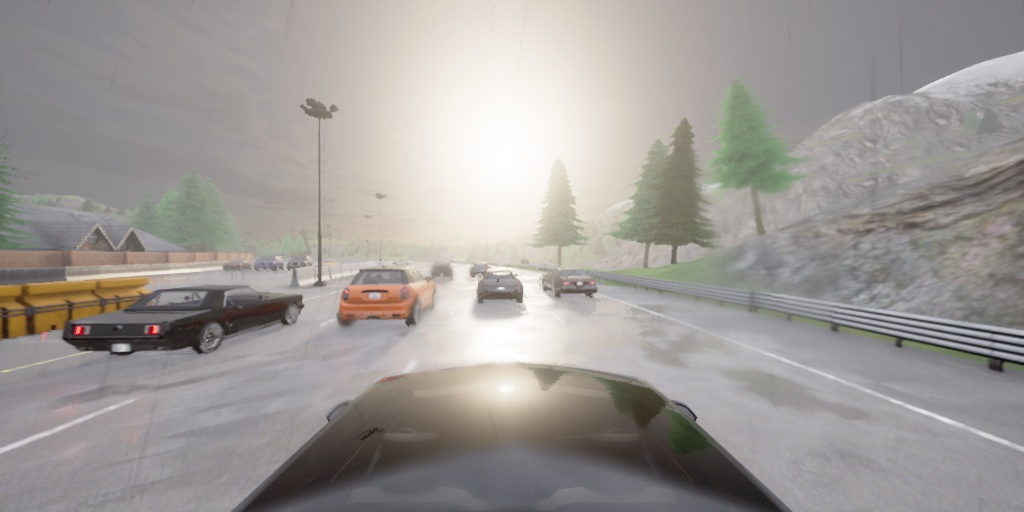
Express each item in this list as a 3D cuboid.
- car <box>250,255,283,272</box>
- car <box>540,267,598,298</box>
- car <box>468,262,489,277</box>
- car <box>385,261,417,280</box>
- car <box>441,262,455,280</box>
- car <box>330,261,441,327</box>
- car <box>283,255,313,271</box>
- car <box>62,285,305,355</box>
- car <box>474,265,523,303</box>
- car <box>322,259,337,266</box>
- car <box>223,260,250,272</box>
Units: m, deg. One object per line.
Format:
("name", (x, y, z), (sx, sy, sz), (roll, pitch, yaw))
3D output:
("car", (-31.764, 0.943, 47.084), (2.150, 2.045, 5.566), (0, 0, -17))
("car", (2.750, 1.265, 18.360), (2.033, 1.411, 5.357), (0, 0, -6))
("car", (-3.038, 1.264, 34.041), (1.994, 1.385, 4.181), (0, 0, -11))
("car", (-9.759, 1.207, 31.921), (2.128, 1.511, 4.902), (0, 0, -11))
("car", (-6.024, 1.217, 30.980), (1.837, 1.490, 4.892), (0, 0, -10))
("car", (-3.793, 1.091, 11.720), (2.097, 1.767, 4.553), (0, 0, -3))
("car", (-28.520, 0.936, 48.395), (2.150, 2.045, 5.566), (0, 0, -17))
("car", (-7.096, 1.351, 8.656), (1.895, 1.301, 4.718), (0, 0, -2))
("car", (-0.632, 1.290, 16.625), (1.994, 1.385, 4.181), (0, 0, -5))
("car", (-25.324, 1.188, 49.841), (1.882, 1.535, 5.008), (0, 0, -18))
("car", (-35.119, 1.212, 46.039), (1.882, 1.535, 5.008), (0, 0, -17))
